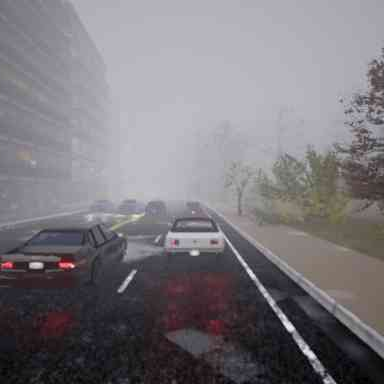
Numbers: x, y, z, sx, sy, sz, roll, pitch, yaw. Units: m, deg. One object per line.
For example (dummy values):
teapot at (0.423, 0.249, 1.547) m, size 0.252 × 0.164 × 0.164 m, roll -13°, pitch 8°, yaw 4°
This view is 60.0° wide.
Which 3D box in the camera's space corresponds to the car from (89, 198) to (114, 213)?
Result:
car at (-9.899, 1.474, 36.782) m, size 1.882 × 1.535 × 5.008 m, roll 0°, pitch 0°, yaw -1°

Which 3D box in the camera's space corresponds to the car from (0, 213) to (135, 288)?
car at (-3.167, 1.545, 9.291) m, size 2.033 × 1.411 × 5.357 m, roll 0°, pitch 0°, yaw 0°

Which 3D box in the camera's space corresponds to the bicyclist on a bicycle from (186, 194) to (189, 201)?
bicyclist on a bicycle at (-1.081, 1.434, 82.885) m, size 0.582 × 1.620 × 1.656 m, roll 0°, pitch 0°, yaw -4°

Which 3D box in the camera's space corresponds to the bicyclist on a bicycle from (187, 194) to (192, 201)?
bicyclist on a bicycle at (-0.462, 1.426, 73.827) m, size 0.866 × 1.612 × 1.509 m, roll 0°, pitch 0°, yaw -4°

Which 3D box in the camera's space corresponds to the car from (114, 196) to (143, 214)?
car at (-6.642, 1.474, 35.677) m, size 1.882 × 1.535 × 5.008 m, roll 0°, pitch 0°, yaw 0°

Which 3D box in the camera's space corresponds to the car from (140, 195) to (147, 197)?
car at (-11.415, 1.215, 78.229) m, size 1.812 × 1.442 × 4.674 m, roll 0°, pitch 0°, yaw -4°

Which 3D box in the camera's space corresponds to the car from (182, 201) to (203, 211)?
car at (0.071, 1.522, 30.180) m, size 1.812 × 1.442 × 4.674 m, roll 0°, pitch 0°, yaw 0°

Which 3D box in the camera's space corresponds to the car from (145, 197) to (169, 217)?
car at (-3.169, 1.473, 30.724) m, size 1.882 × 1.535 × 5.008 m, roll 0°, pitch 0°, yaw 0°

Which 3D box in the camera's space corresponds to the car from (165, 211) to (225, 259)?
car at (0.090, 1.597, 12.557) m, size 1.895 × 1.301 × 4.718 m, roll 0°, pitch 0°, yaw 0°
